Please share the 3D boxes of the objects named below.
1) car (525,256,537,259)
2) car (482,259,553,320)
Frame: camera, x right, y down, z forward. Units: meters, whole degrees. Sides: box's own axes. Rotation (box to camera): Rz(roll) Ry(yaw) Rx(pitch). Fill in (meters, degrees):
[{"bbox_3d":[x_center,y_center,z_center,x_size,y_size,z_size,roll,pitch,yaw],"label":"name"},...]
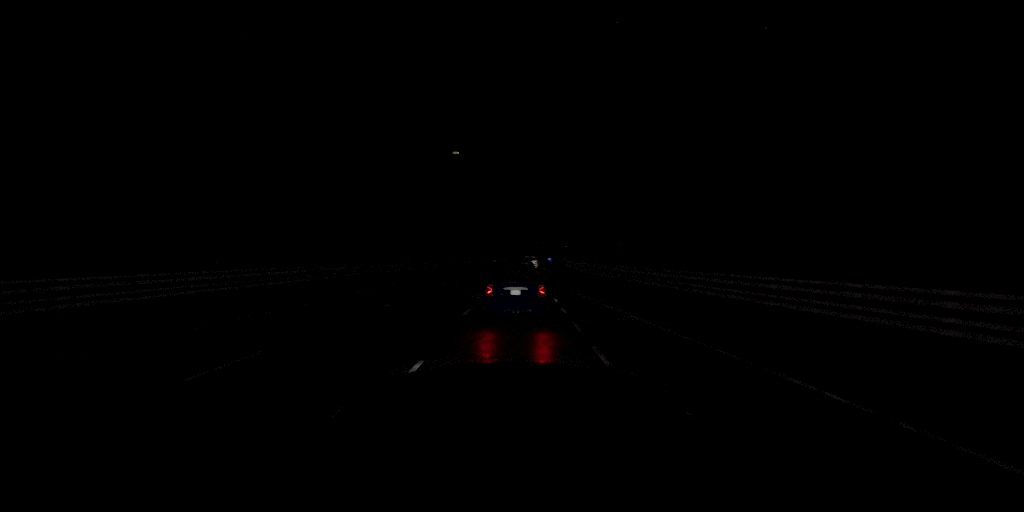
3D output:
[{"bbox_3d":[2.770,1.066,51.891,2.150,2.045,5.566,0,0,6],"label":"car"},{"bbox_3d":[0.161,1.108,12.782,2.097,1.767,4.553,0,0,1],"label":"car"}]
